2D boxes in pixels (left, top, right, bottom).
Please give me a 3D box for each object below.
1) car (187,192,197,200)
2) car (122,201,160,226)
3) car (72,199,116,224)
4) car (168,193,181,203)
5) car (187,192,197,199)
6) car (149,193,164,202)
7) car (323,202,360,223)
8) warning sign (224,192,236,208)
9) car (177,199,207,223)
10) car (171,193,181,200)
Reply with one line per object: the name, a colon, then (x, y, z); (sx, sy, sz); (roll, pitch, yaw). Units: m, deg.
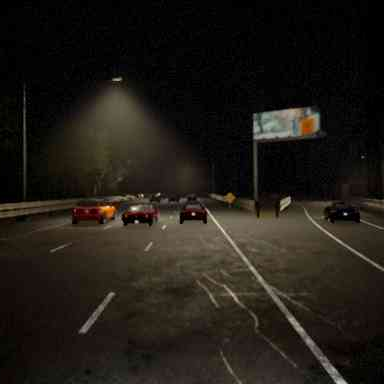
car: (-0.004, 0.889, 73.514); (2.097, 1.767, 4.553); (0, 0, 0)
car: (-3.400, 1.538, 22.651); (1.895, 1.301, 4.718); (0, 0, 0)
car: (-6.900, 1.285, 23.946); (2.097, 1.767, 4.553); (0, 0, 0)
car: (-3.503, 1.270, 63.540); (1.812, 1.442, 4.674); (0, 0, 0)
car: (-0.002, 1.238, 63.124); (2.128, 1.511, 4.902); (0, 0, 0)
car: (-7.003, 1.308, 63.540); (1.994, 1.385, 4.181); (0, 0, 0)
car: (10.789, 1.445, 24.213); (1.994, 1.385, 4.181); (0, 0, 15)
warning sign: (4.536, 0.978, 39.744); (1.300, 1.860, 1.060); (-1, 0, 0)
car: (0.100, 1.493, 24.937); (1.994, 1.385, 4.181); (0, 0, 0)
car: (-3.504, 1.034, 73.545); (1.837, 1.490, 4.892); (0, 0, 0)
